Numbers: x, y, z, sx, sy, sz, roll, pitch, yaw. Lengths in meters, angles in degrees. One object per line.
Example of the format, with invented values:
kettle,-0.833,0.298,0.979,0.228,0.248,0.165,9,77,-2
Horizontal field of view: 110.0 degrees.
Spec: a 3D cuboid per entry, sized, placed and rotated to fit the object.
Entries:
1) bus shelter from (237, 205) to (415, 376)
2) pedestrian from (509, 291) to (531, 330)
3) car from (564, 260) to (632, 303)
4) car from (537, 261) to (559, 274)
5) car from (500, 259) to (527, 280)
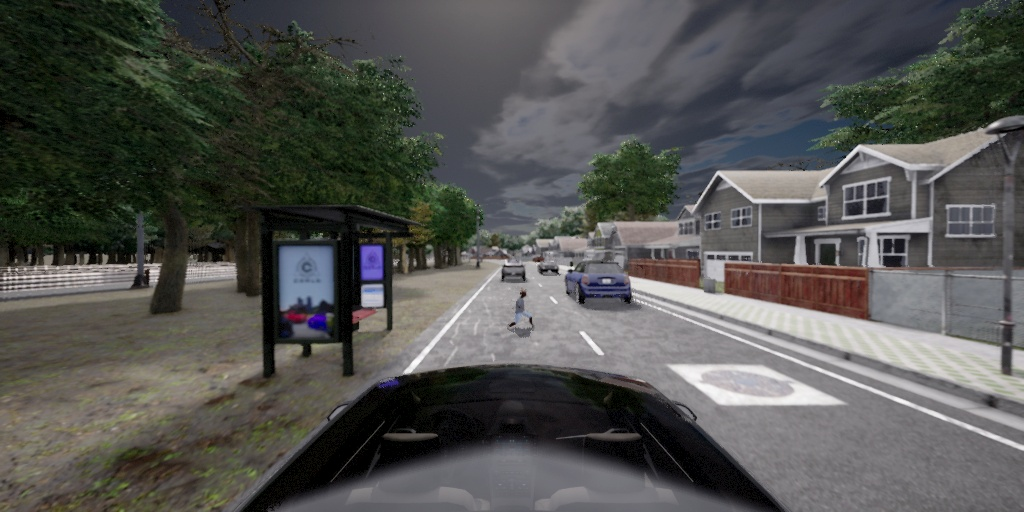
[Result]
bus shelter,-3.493,0.560,7.182,1.920,2.740,3.880,0,0,0
pedestrian,0.217,0.963,9.227,0.375,1.860,0.375,1,1,10
car,3.617,0.975,15.817,2.097,1.767,4.553,0,0,0
car,3.643,1.174,36.771,1.895,1.301,4.718,0,0,0
car,0.119,1.076,28.428,2.128,1.511,4.902,0,0,0
